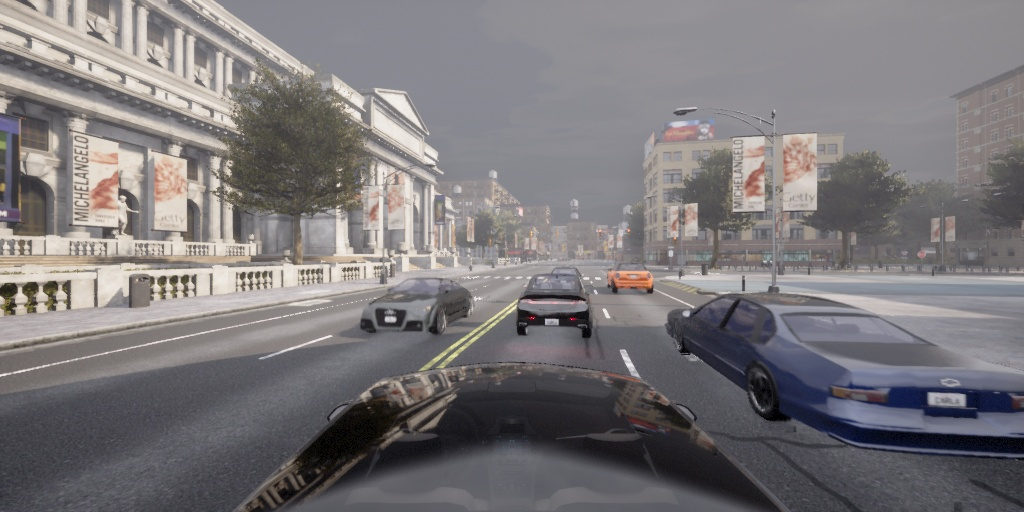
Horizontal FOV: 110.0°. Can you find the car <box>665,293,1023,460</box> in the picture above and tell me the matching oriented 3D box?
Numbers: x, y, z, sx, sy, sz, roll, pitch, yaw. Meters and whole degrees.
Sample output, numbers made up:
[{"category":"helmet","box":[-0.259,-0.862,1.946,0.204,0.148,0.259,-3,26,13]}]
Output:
[{"category":"car","box":[4.089,1.298,5.617,2.033,1.411,5.357,0,0,7]}]

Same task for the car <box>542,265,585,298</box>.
[{"category":"car","box":[2.945,1.297,19.763,2.033,1.411,5.357,0,0,11]}]

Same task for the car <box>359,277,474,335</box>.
[{"category":"car","box":[-2.532,1.314,10.447,1.994,1.385,4.181,0,0,10]}]

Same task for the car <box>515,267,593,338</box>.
[{"category":"car","box":[1.270,1.242,10.287,2.128,1.511,4.902,0,0,9]}]

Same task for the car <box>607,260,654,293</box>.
[{"category":"car","box":[6.716,1.102,20.789,2.097,1.767,4.553,0,0,10]}]
